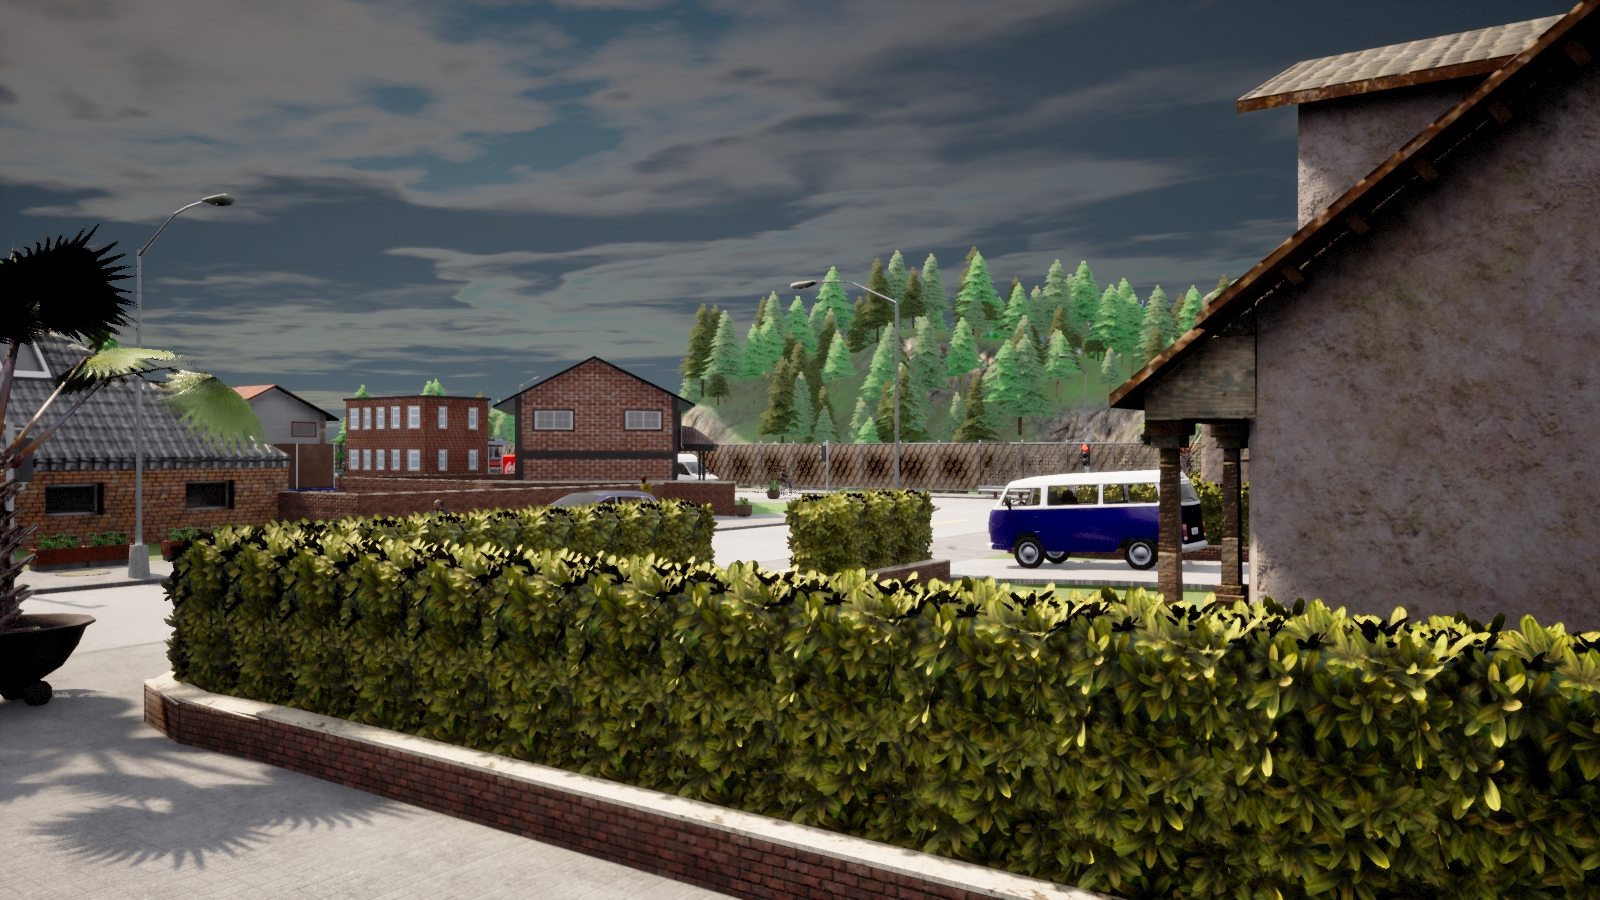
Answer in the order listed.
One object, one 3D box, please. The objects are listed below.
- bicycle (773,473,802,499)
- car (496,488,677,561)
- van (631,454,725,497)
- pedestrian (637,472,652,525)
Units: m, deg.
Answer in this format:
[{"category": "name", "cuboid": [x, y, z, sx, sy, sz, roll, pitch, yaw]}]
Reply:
[{"category": "bicycle", "cuboid": [-0.736, 2.045, 65.390, 1.835, 1.471, 0.329, 0, 0, 35]}, {"category": "car", "cuboid": [-5.756, 1.958, 31.296, 2.242, 1.667, 4.611, 0, 0, 35]}, {"category": "van", "cuboid": [-7.534, 1.517, 70.139, 5.915, 2.561, 1.988, 0, 0, 35]}, {"category": "pedestrian", "cuboid": [-5.519, 1.732, 40.619, 0.375, 1.860, 0.375, 0, 0, 40]}]
